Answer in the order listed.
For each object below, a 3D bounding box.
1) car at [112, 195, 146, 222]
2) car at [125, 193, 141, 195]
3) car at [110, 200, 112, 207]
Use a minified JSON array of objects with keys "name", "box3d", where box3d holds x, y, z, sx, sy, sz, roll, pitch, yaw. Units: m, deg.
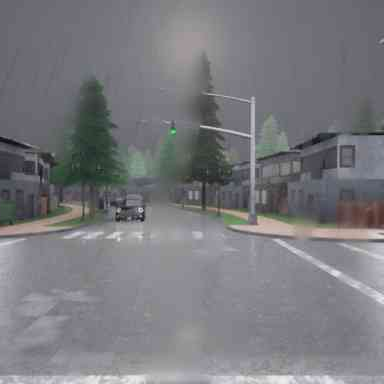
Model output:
[{"name":"car","box3d":[-4.721,1.318,26.121,2.097,1.767,4.553,0,0,-6]},{"name":"car","box3d":[-6.443,1.187,36.672,2.150,2.045,5.566,0,0,-16]},{"name":"car","box3d":[-10.525,1.513,48.036,2.033,1.411,5.357,0,0,-26]}]
